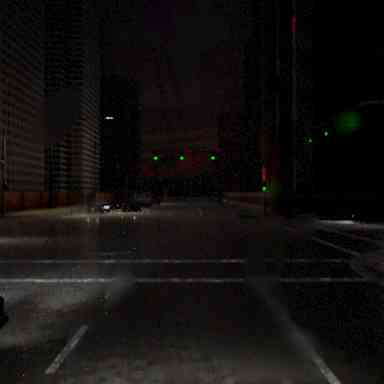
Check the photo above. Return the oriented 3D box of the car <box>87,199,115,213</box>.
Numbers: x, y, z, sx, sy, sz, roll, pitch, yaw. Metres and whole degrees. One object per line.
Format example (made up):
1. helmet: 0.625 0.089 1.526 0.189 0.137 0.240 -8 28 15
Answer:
1. car: -11.245 1.766 40.283 2.128 1.511 4.902 0 0 0

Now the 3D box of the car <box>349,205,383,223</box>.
1. car: 14.922 1.737 26.711 4.181 1.385 1.994 0 0 0

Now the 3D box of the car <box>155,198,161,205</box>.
1. car: -7.555 1.966 68.472 1.837 1.490 4.892 0 -1 0

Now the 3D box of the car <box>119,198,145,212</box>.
1. car: -7.743 1.797 43.156 1.837 1.490 4.892 0 0 0

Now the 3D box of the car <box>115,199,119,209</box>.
1. car: -11.218 1.842 50.204 1.837 1.490 4.892 0 0 0

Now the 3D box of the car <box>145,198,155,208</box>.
1. car: -7.697 1.968 54.376 1.895 1.301 4.718 0 0 0

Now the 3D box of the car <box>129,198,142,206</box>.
1. car: -11.091 1.967 65.334 1.812 1.442 4.674 0 0 1

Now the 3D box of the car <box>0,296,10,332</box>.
1. car: -3.430 1.620 2.468 1.895 1.301 4.718 0 0 -1
